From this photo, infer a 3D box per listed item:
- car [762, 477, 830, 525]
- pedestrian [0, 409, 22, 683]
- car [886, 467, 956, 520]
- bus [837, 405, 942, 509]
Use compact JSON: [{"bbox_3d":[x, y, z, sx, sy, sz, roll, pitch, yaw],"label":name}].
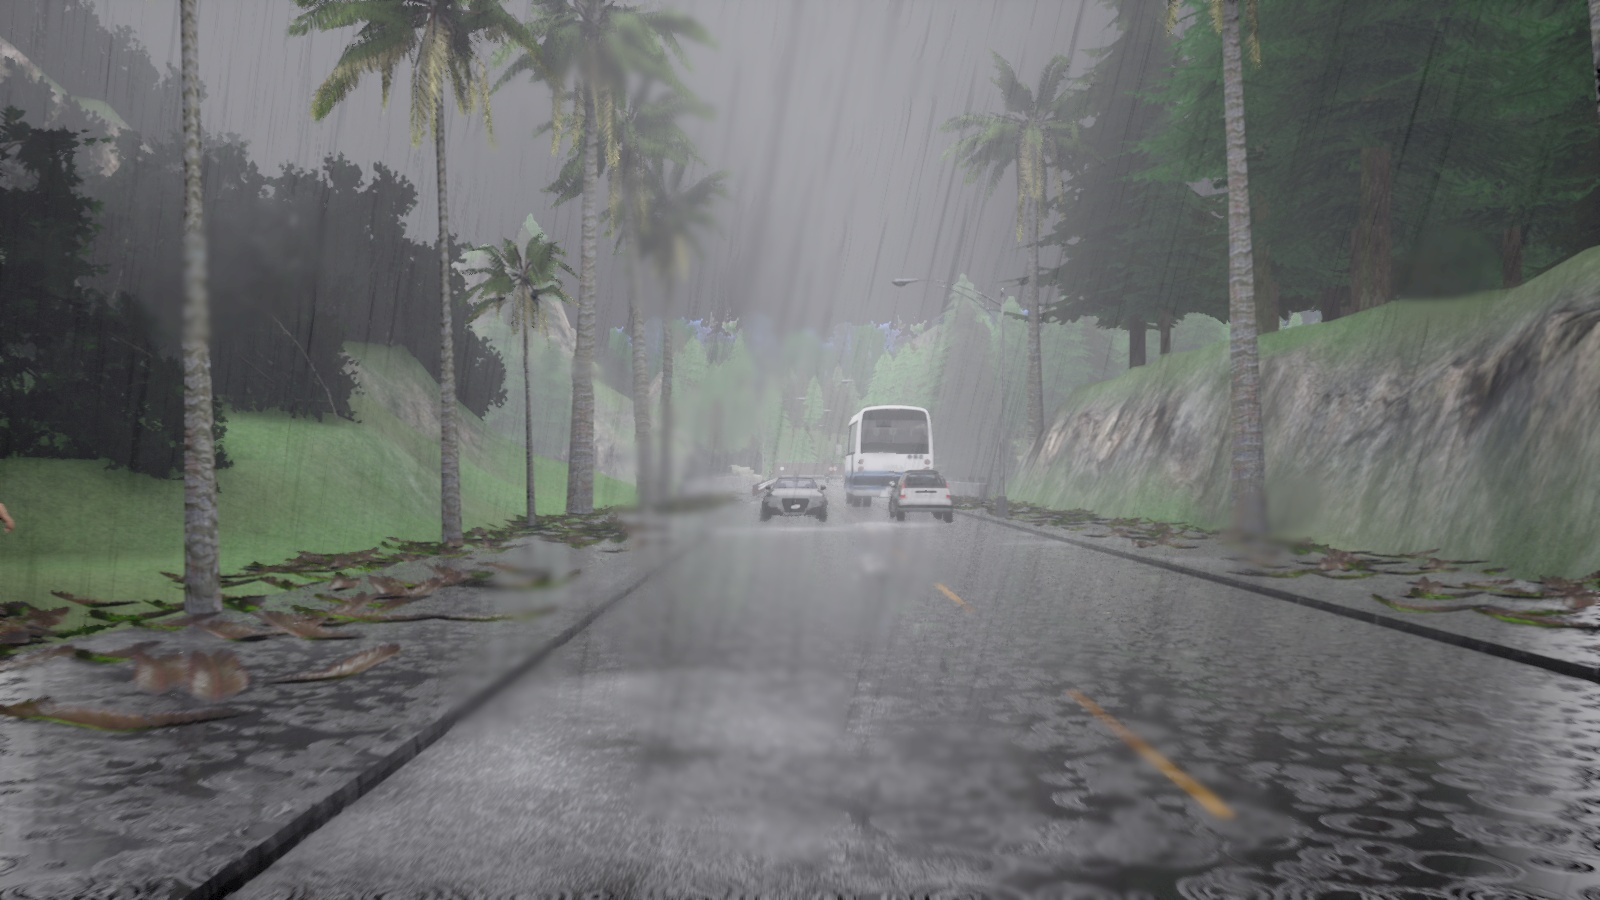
[{"bbox_3d":[-0.127,1.531,38.929,1.994,1.385,4.181,0,-1,0],"label":"car"},{"bbox_3d":[-5.546,0.642,8.329,0.345,1.836,0.594,0,-1,8],"label":"pedestrian"},{"bbox_3d":[3.867,1.376,40.640,1.851,1.617,3.988,0,-1,0],"label":"car"},{"bbox_3d":[3.807,0.368,56.462,3.944,4.253,10.273,0,-1,0],"label":"bus"}]
